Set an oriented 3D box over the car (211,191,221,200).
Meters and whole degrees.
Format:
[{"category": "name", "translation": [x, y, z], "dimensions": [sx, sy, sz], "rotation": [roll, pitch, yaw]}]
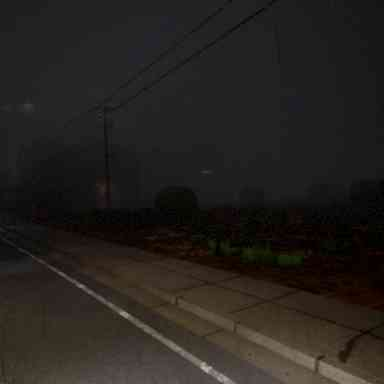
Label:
[{"category": "car", "translation": [5.421, 0.807, 73.537], "dimensions": [1.905, 1.878, 3.866], "rotation": [4, 3, 9]}]
